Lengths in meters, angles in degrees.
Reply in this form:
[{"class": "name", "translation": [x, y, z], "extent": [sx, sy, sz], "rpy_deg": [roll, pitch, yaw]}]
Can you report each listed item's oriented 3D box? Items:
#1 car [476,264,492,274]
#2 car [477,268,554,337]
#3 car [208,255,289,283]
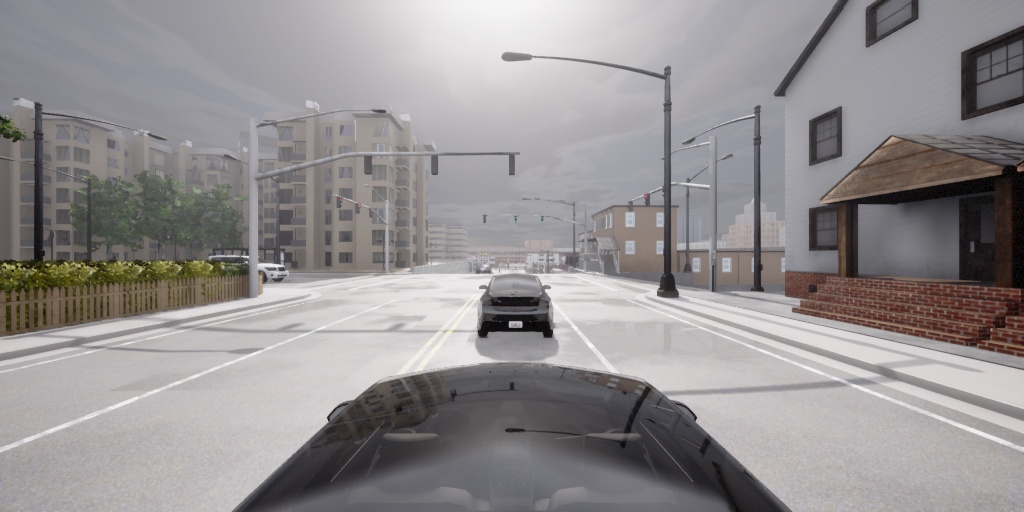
[{"class": "car", "translation": [-3.630, 1.755, 47.089], "extent": [2.128, 1.511, 4.902], "rpy_deg": [0, -5, 0]}, {"class": "car", "translation": [0.090, 1.255, 10.284], "extent": [1.837, 1.490, 4.892], "rpy_deg": [0, 0, 0]}, {"class": "car", "translation": [-19.962, 0.971, 26.961], "extent": [5.566, 2.045, 2.150], "rpy_deg": [0, 0, 1]}]
